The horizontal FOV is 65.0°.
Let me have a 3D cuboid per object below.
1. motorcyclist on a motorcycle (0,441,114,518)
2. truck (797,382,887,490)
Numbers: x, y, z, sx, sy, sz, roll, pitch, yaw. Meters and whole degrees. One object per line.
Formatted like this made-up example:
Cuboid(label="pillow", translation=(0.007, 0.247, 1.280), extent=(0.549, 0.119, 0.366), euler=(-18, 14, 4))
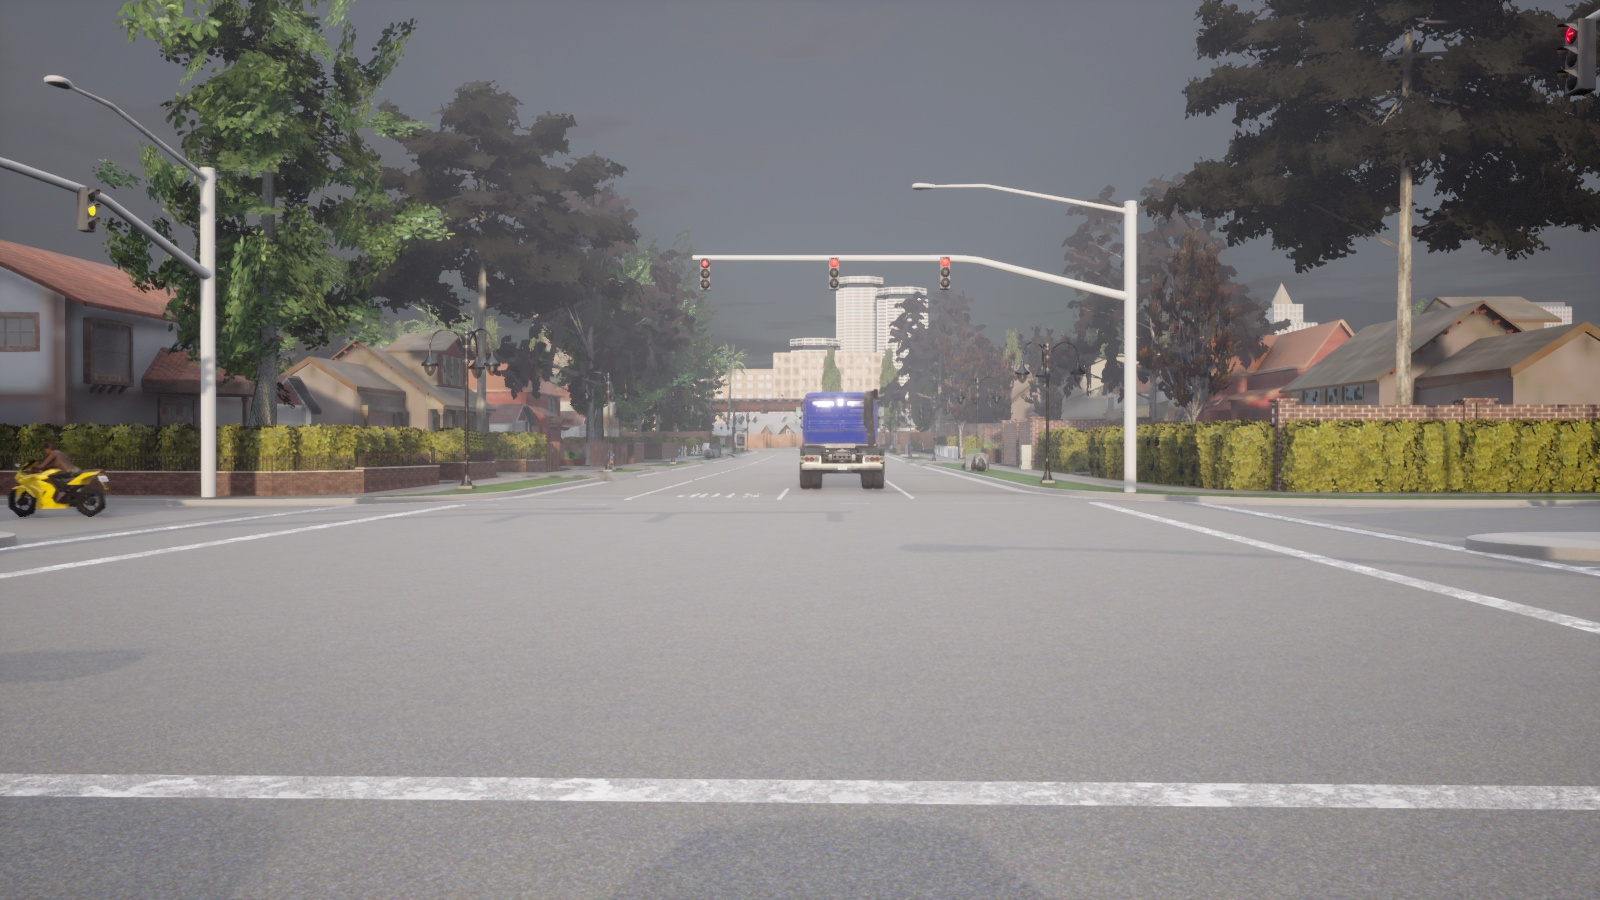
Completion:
Cuboid(label="motorcyclist on a motorcycle", translation=(-15.065, 0.574, 25.320), extent=(2.044, 1.523, 0.797), euler=(0, 0, 2))
Cuboid(label="truck", translation=(1.437, -0.484, 44.208), extent=(2.891, 3.462, 7.936), euler=(0, 0, 1))
